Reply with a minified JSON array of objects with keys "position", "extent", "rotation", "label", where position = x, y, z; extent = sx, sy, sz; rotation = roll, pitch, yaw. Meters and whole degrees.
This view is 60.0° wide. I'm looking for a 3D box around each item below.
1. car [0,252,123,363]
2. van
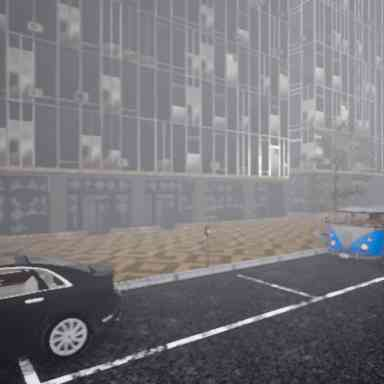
[{"position":[-3.115,1.560,4.341],"extent":[4.403,1.369,2.008],"rotation":[0,0,-35],"label":"car"},{"position":[6.161,1.336,10.942],"extent":[3.998,1.788,1.690],"rotation":[0,0,-35],"label":"van"}]
